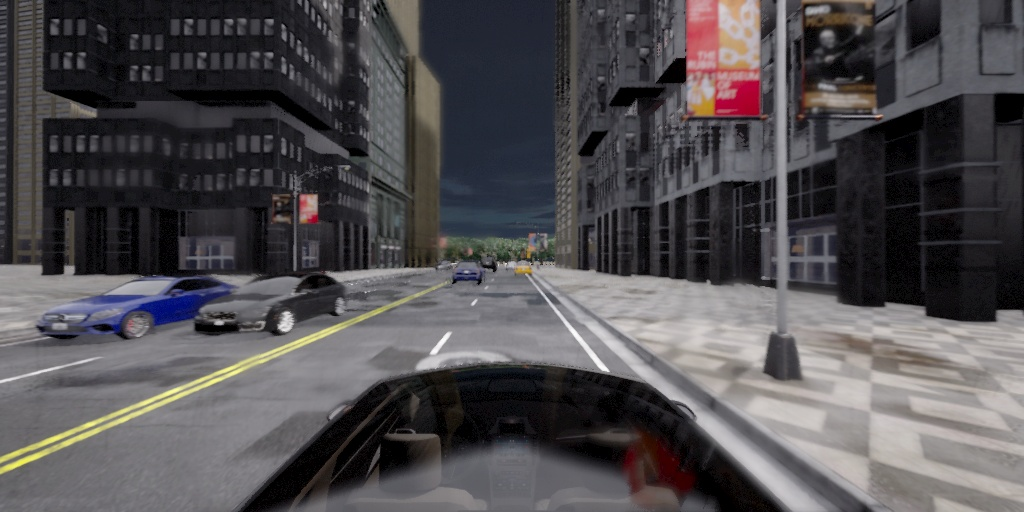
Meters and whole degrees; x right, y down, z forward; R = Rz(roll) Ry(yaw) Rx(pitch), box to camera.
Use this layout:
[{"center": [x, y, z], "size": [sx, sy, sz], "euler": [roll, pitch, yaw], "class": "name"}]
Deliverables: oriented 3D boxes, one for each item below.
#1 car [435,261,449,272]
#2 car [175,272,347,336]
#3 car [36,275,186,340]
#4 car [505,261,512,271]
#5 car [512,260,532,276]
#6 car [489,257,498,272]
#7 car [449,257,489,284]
[{"center": [-9.824, 1.451, 51.622], "size": [2.128, 1.511, 4.902], "euler": [0, -1, 0], "class": "car"}, {"center": [-6.600, 1.262, 10.509], "size": [1.837, 1.490, 4.892], "euler": [0, 0, 0], "class": "car"}, {"center": [-9.851, 1.282, 10.140], "size": [1.812, 1.442, 4.674], "euler": [0, 0, 0], "class": "car"}, {"center": [-0.002, 1.565, 56.687], "size": [1.812, 1.442, 4.674], "euler": [0, -1, 0], "class": "car"}, {"center": [1.136, 1.245, 37.172], "size": [1.801, 1.575, 5.366], "euler": [0, 0, 0], "class": "car"}, {"center": [-3.152, 1.132, 48.593], "size": [2.150, 2.045, 5.566], "euler": [0, -1, 0], "class": "car"}, {"center": [-3.150, 1.122, 27.067], "size": [2.097, 1.767, 4.553], "euler": [0, 0, 0], "class": "car"}]
